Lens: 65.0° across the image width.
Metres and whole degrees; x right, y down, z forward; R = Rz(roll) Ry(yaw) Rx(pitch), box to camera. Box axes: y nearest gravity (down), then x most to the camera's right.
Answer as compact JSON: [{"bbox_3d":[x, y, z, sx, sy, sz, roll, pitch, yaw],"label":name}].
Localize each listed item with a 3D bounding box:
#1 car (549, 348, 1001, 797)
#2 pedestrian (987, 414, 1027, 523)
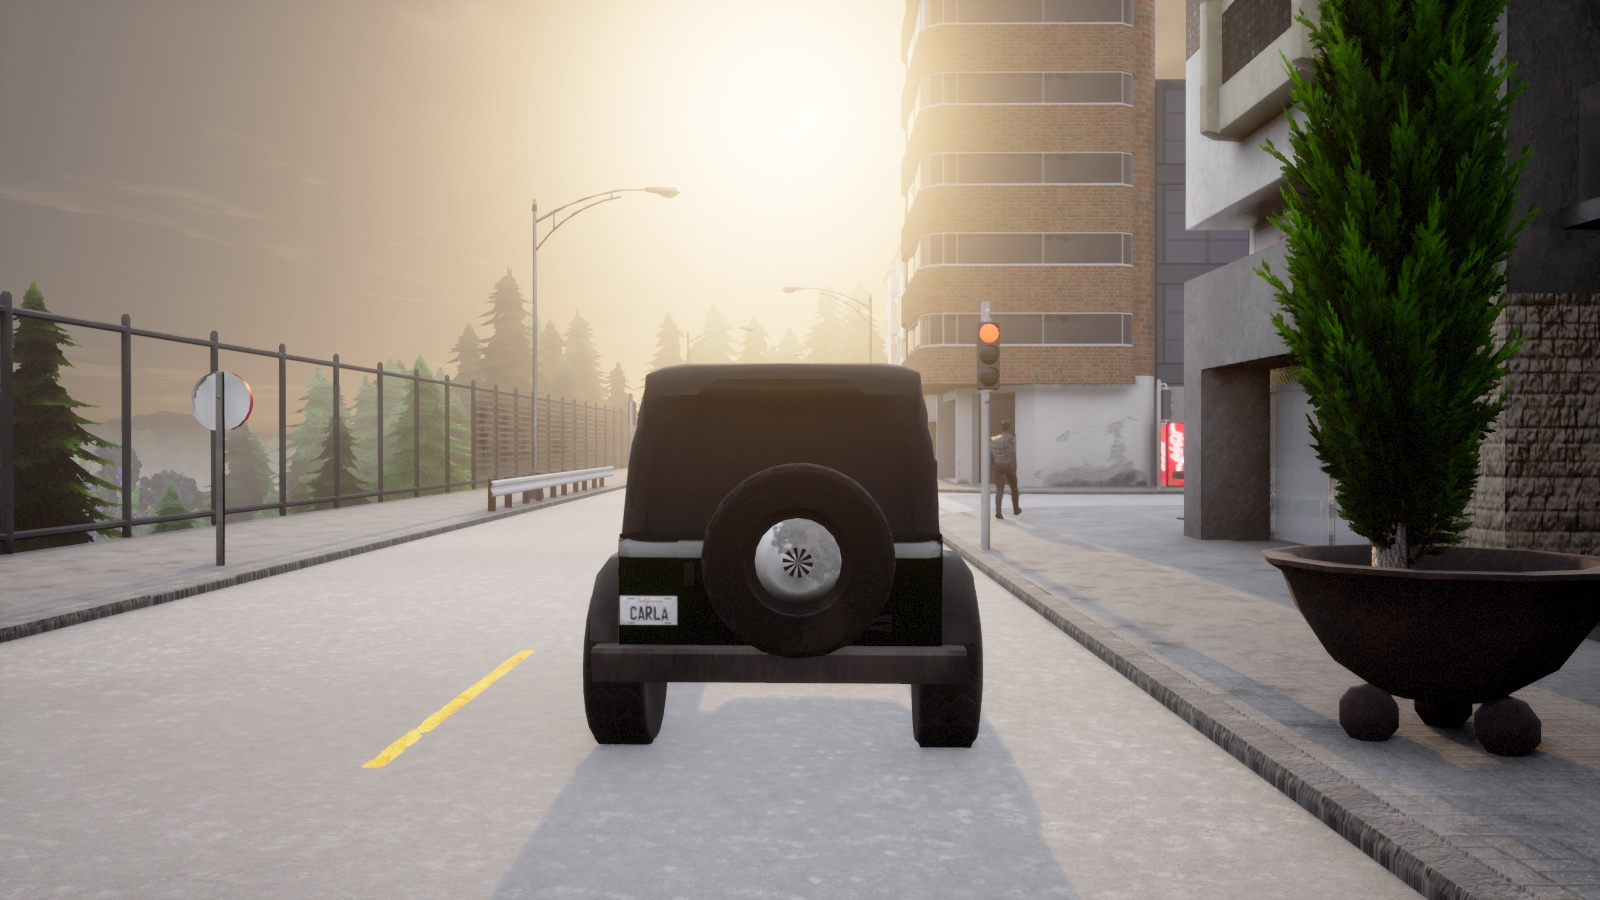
[{"bbox_3d":[-0.029,0.501,7.220,1.905,1.878,3.866,0,0,2],"label":"car"},{"bbox_3d":[3.779,0.324,22.904,0.423,1.949,0.788,0,0,33],"label":"pedestrian"}]
